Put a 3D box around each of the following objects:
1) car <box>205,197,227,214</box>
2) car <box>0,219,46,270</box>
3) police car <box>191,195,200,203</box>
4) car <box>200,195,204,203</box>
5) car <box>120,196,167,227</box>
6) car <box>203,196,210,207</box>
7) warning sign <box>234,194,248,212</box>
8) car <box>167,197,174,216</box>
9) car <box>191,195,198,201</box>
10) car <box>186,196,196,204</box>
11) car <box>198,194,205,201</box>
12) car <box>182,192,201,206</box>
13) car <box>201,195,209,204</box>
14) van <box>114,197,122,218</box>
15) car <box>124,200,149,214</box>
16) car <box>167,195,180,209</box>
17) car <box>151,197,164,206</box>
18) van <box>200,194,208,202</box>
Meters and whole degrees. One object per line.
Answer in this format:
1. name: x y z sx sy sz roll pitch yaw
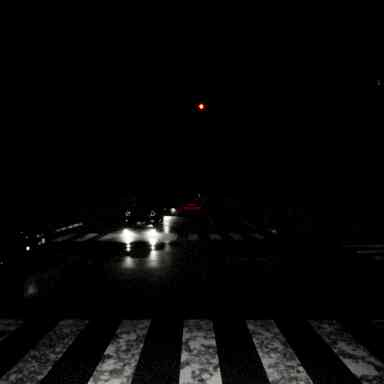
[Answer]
1. car: 2.713 1.552 35.449 1.887 1.381 4.507 0 0 0
2. car: -7.628 1.325 10.383 5.566 2.045 2.150 -1 0 -13
3. police car: 0.767 1.459 74.175 1.930 1.638 5.238 0 0 0
4. car: 2.679 1.544 52.195 1.752 1.417 4.829 0 0 0
5. car: -3.204 1.354 22.882 2.097 1.767 4.553 0 0 2
6. car: 2.702 1.555 40.974 1.887 1.381 4.507 0 0 0
7. warning sign: 5.010 1.122 34.068 1.300 1.860 1.060 0 0 0
8. car: -3.159 1.510 33.228 1.837 1.490 4.892 0 0 0
9. car: 0.738 1.502 90.254 1.801 1.575 5.366 0 0 0
10. car: -0.115 1.532 64.326 1.837 1.490 4.892 0 0 0
11. car: 2.601 1.487 90.704 1.967 1.590 4.097 0 0 0
12. car: -0.050 1.241 53.794 2.150 2.045 5.566 0 0 0
13. car: 2.691 1.559 46.500 1.887 1.381 4.507 0 0 0
14. van: -5.833 1.346 29.927 1.690 1.788 3.998 0 0 0
15. car: -5.842 1.552 35.452 1.887 1.381 4.507 0 0 0
16. car: -3.171 1.562 46.860 2.033 1.411 5.357 0 0 0
17. car: -5.878 1.604 57.552 1.802 1.307 4.206 0 0 0
18. van: 2.634 1.375 74.127 1.690 1.788 3.998 0 0 0
